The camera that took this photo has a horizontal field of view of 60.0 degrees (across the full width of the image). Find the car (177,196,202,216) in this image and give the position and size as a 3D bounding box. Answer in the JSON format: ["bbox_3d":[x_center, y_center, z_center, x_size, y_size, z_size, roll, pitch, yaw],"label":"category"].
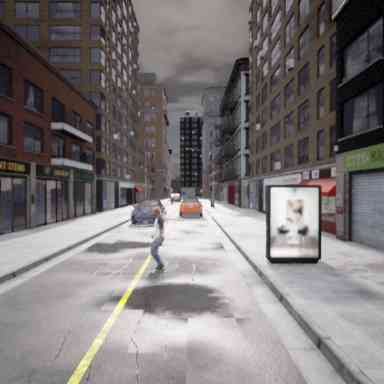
[{"bbox_3d":[-0.097,1.308,32.265,2.097,1.767,4.553,0,0,0],"label":"car"}]

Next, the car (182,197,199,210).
[{"bbox_3d":[-0.181,1.477,43.865,2.033,1.411,5.357,0,0,0],"label":"car"}]

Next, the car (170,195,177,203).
[{"bbox_3d":[-3.157,1.410,64.369,1.812,1.442,4.674,0,0,0],"label":"car"}]

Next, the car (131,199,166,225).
[{"bbox_3d":[-2.983,1.322,23.583,2.097,1.767,4.553,0,0,0],"label":"car"}]

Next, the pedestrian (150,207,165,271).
[{"bbox_3d":[-0.913,1.286,9.446,0.375,1.860,0.375,0,0,-13],"label":"pedestrian"}]

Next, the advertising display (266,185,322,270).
[{"bbox_3d":[2.960,1.016,9.720,1.540,2.440,0.280,0,0,0],"label":"advertising display"}]
